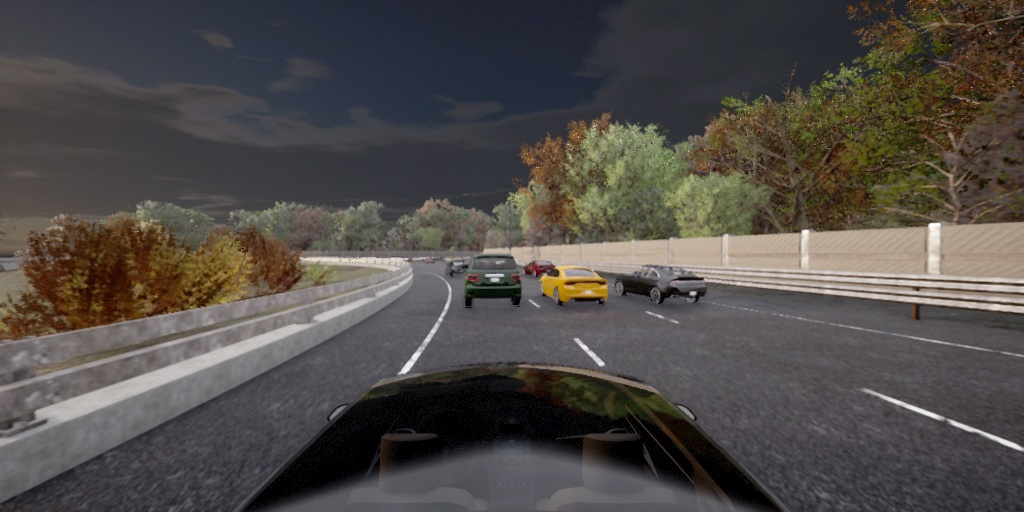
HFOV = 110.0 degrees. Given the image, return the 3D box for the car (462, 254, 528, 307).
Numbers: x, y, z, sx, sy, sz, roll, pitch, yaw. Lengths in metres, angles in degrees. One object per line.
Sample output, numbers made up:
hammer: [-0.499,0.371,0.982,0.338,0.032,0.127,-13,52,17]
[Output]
car: [-0.949,0.926,15.376,2.150,2.045,5.566,0,0,-7]

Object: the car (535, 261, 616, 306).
car: [2.509,1.175,15.631,1.882,1.535,5.008,0,0,-7]

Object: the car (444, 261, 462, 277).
car: [-5.170,1.172,33.854,1.812,1.442,4.674,0,0,-18]

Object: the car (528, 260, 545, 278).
car: [2.460,1.116,32.775,1.882,1.535,5.008,0,0,-16]

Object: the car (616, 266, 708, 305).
car: [6.320,1.183,15.854,2.128,1.511,4.902,0,0,-12]
